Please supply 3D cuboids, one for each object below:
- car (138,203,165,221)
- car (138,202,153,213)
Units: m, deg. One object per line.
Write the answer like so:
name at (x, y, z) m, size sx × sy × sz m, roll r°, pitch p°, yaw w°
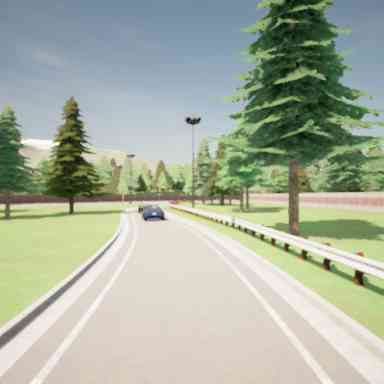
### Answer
car at (-3.724, 1.899, 31.444) m, size 1.994 × 1.385 × 4.181 m, roll 0°, pitch -1°, yaw -11°
car at (-6.279, 2.082, 44.837) m, size 1.895 × 1.301 × 4.718 m, roll 0°, pitch -1°, yaw -9°
